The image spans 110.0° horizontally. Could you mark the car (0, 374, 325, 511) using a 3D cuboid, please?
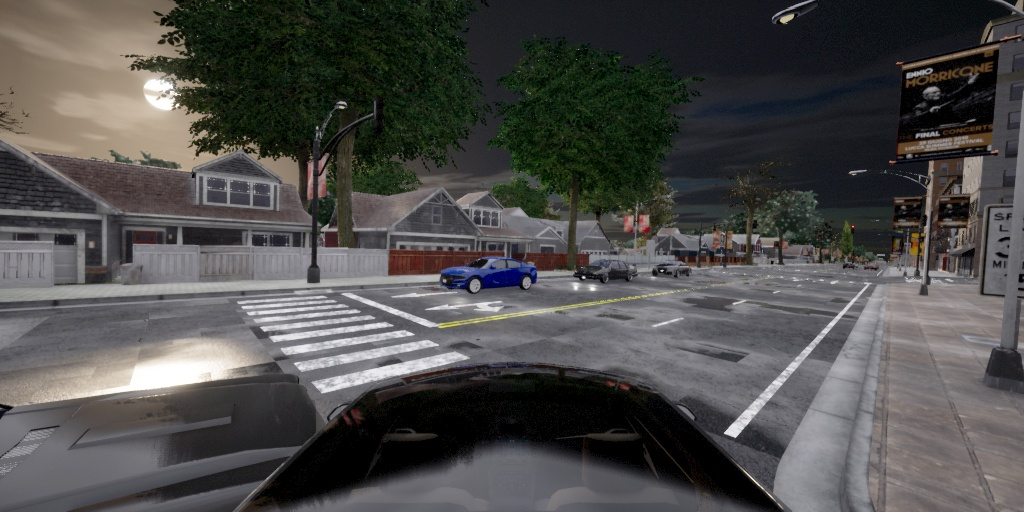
[{"bbox_3d":[-3.317,1.274,1.413,4.718,1.301,1.895,1,2,-33],"label":"car"}]

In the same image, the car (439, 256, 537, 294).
[{"bbox_3d":[-0.966,0.781,16.575,5.008,1.535,1.882,1,2,-43],"label":"car"}]

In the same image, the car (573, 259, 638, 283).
[{"bbox_3d":[6.269,0.928,23.422,5.357,1.411,2.033,1,2,-43],"label":"car"}]

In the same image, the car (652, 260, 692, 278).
[{"bbox_3d":[13.536,1.026,30.271,4.181,1.385,1.994,1,2,-44],"label":"car"}]
